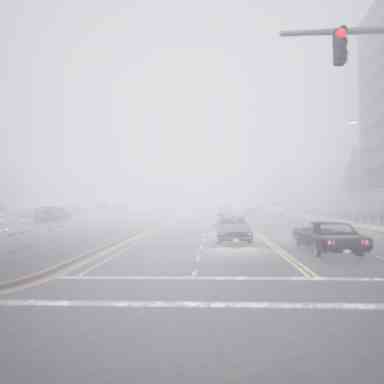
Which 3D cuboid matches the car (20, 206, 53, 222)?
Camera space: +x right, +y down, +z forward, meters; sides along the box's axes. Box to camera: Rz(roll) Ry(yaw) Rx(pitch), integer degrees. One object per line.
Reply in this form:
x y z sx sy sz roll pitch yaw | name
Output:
-19.362 2.566 41.047 1.970 1.475 3.806 -1 -1 4 | car

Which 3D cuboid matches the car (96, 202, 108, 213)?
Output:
-15.437 2.706 58.282 1.905 1.878 3.866 -1 -1 4 | car

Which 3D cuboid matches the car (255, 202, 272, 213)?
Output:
12.017 2.630 56.026 2.097 1.767 4.553 -1 -1 4 | car

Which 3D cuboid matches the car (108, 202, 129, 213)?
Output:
-12.554 2.675 58.025 1.932 1.855 4.605 -1 -1 4 | car

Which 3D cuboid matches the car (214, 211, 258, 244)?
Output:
2.308 2.014 18.751 2.033 1.411 5.357 -1 -1 4 | car

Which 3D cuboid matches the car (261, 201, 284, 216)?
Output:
11.381 2.278 46.521 2.150 2.045 5.566 -1 -1 4 | car

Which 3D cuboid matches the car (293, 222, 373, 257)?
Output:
5.803 1.936 14.404 1.895 1.301 4.718 -1 -1 3 | car

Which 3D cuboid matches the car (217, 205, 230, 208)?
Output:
3.622 2.271 38.190 2.097 1.767 4.553 -1 -1 4 | car

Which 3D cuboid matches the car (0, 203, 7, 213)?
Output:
-35.014 2.894 59.621 1.905 1.878 3.866 -1 -1 4 | car

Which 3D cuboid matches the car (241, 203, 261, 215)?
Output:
7.802 2.537 45.455 1.882 1.535 5.008 -1 -1 4 | car

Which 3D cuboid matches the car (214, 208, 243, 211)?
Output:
2.951 2.291 28.335 1.895 1.301 4.718 -1 -1 4 | car
